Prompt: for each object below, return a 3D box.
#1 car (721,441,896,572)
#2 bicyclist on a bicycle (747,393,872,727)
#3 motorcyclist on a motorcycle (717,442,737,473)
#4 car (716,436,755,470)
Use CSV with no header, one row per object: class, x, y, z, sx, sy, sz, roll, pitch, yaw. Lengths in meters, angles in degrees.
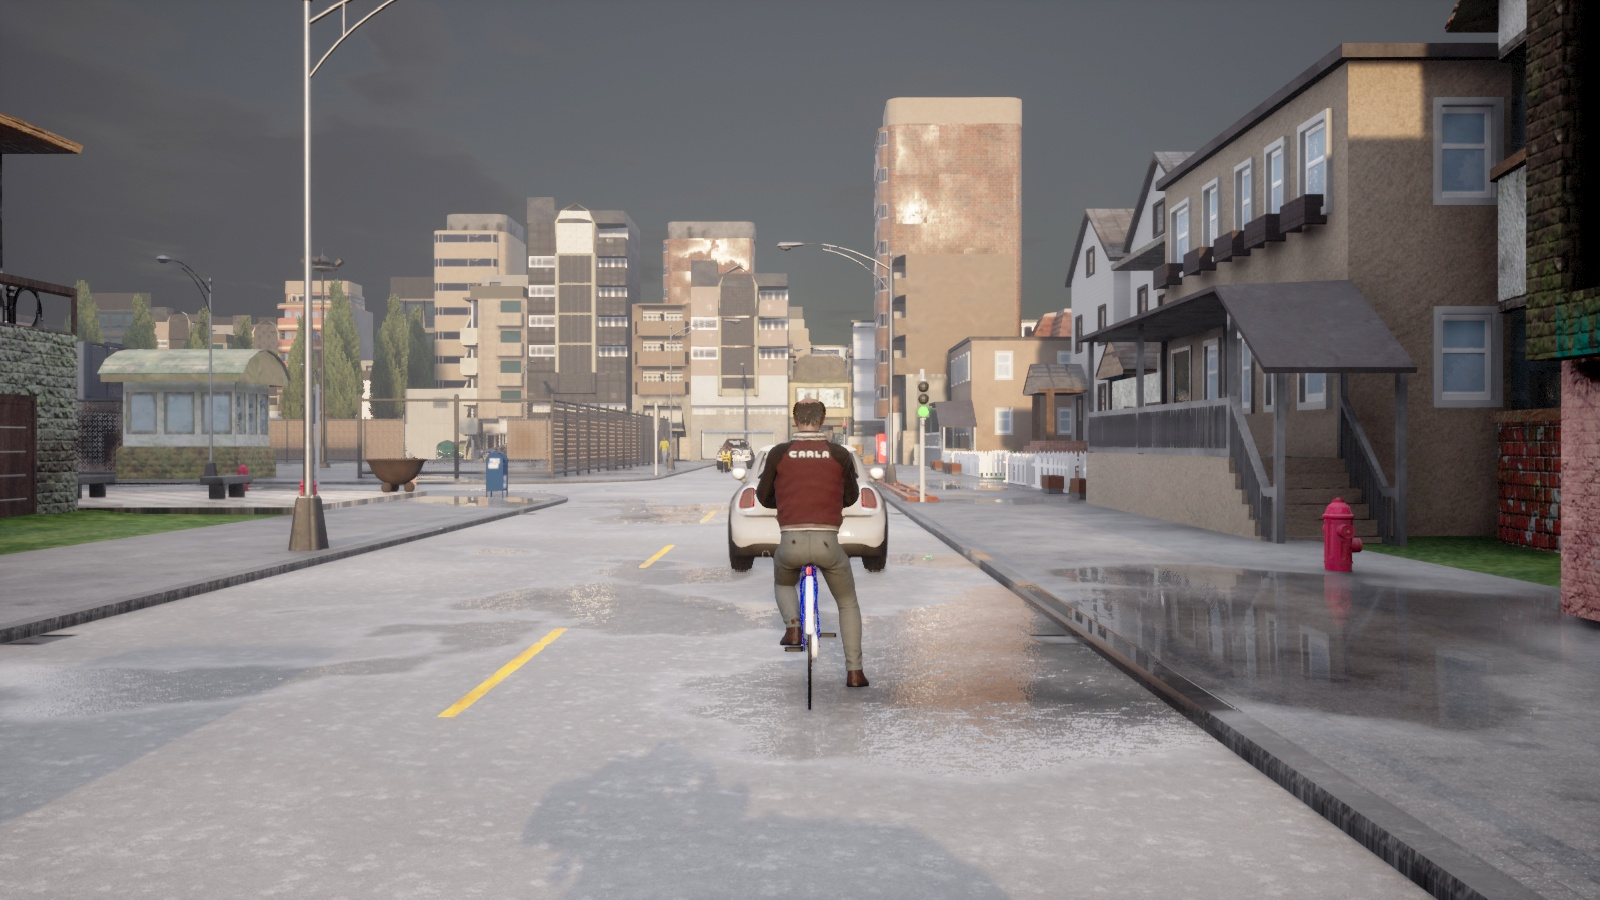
car,0.100,0.621,16.054,1.970,1.475,3.806,0,0,0
bicyclist on a bicycle,0.056,0.574,7.591,0.659,1.776,1.843,0,1,0
motorcyclist on a motorcycle,-3.636,0.372,62.667,0.797,1.523,2.044,0,0,2
car,-3.610,0.161,70.722,1.932,1.855,4.605,0,0,1
